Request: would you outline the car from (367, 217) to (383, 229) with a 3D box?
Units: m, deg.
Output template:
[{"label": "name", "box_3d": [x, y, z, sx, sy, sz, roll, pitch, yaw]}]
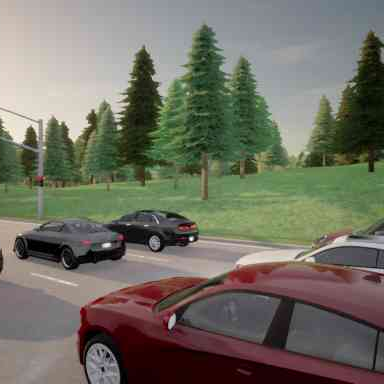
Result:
[{"label": "car", "box_3d": [5.491, 1.352, 8.671, 4.553, 1.767, 2.097, 0, 0, 36]}]

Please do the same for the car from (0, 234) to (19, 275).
[{"label": "car", "box_3d": [-6.628, 1.526, 8.615, 4.674, 1.442, 1.812, 0, 0, 36]}]

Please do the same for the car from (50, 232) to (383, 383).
[{"label": "car", "box_3d": [0.888, 1.478, 3.357, 5.008, 1.535, 1.882, 0, 0, 36]}]

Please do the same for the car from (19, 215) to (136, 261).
[{"label": "car", "box_3d": [-4.163, 1.564, 11.143, 4.181, 1.385, 1.994, 0, 0, 36]}]

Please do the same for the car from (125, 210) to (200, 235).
[{"label": "car", "box_3d": [-1.984, 1.505, 13.890, 4.892, 1.490, 1.837, 0, 0, 36]}]

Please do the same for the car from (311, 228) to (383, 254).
[{"label": "car", "box_3d": [3.013, 1.526, 6.138, 4.674, 1.442, 1.812, 0, 0, 35]}]
